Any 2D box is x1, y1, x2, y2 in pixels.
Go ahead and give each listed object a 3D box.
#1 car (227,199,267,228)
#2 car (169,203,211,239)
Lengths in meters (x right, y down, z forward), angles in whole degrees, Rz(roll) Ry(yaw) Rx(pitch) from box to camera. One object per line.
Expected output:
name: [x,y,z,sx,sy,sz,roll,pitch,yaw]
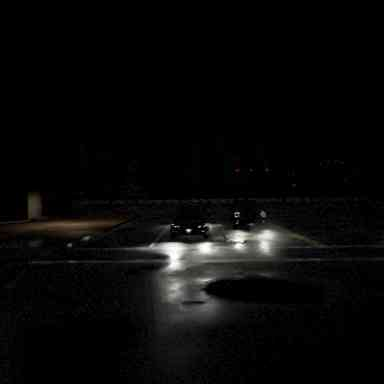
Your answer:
car: [3.533,1.356,21.913,2.097,1.767,4.553,-1,0,1]
car: [-0.066,1.546,17.850,1.837,1.490,4.892,-1,0,2]
